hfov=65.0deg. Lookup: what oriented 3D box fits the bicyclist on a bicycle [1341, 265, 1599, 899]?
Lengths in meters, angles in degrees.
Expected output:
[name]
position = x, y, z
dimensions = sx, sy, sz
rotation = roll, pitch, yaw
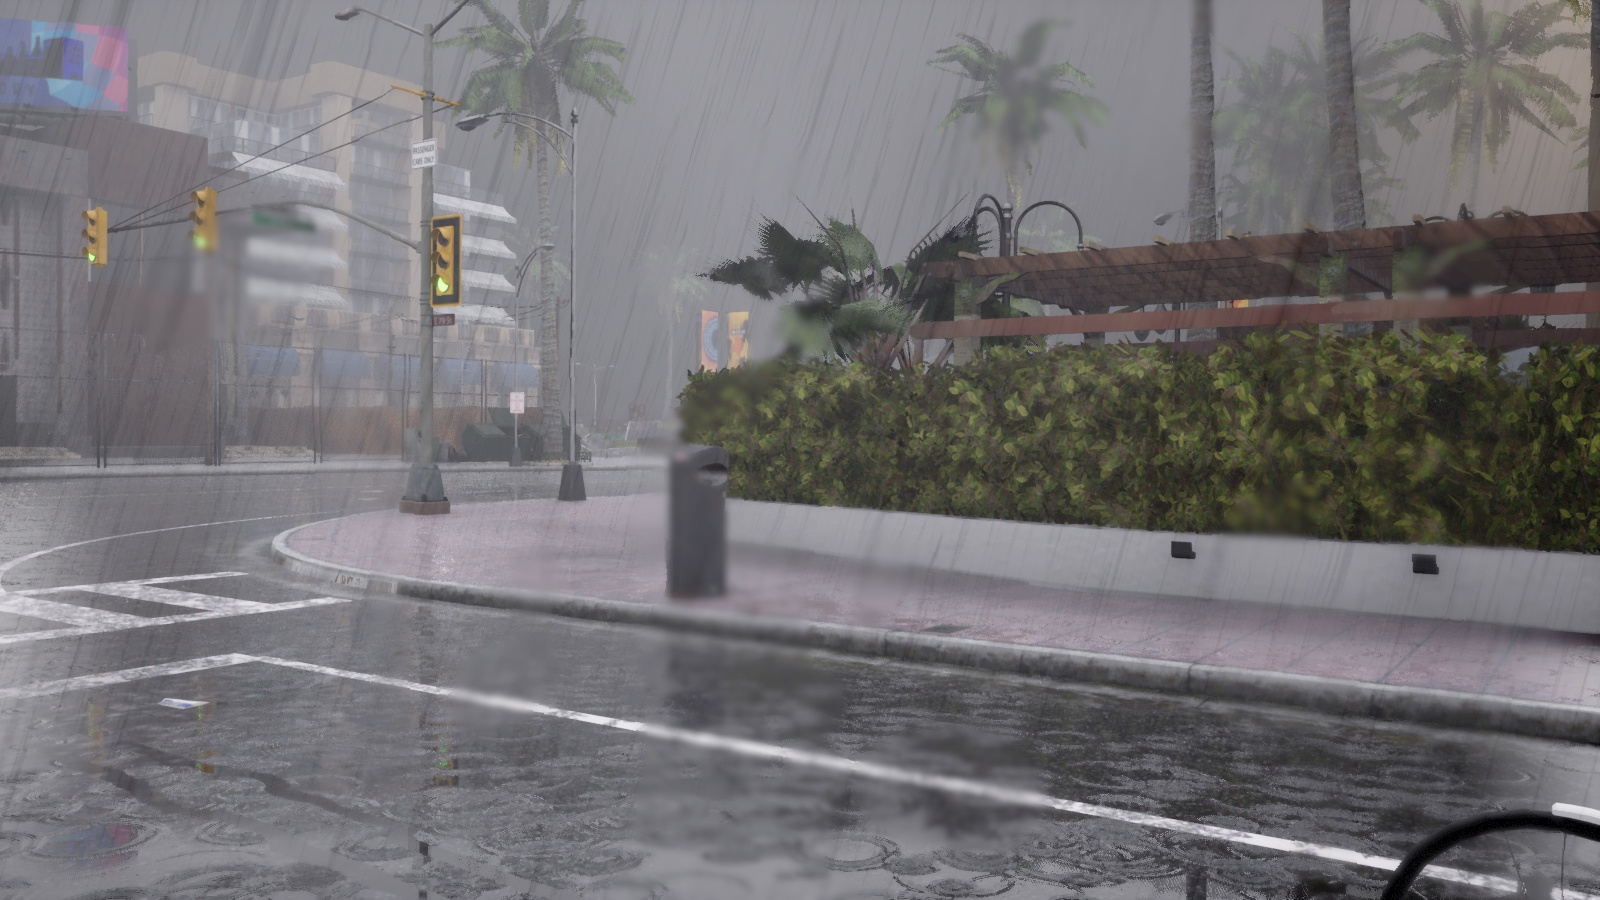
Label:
[bicyclist on a bicycle]
position = 2.029, 0.553, 2.267
dimensions = 1.843, 1.776, 0.659
rotation = 0, 1, 34
